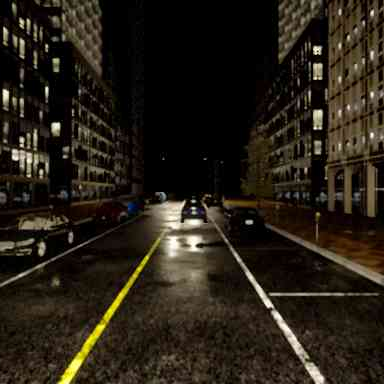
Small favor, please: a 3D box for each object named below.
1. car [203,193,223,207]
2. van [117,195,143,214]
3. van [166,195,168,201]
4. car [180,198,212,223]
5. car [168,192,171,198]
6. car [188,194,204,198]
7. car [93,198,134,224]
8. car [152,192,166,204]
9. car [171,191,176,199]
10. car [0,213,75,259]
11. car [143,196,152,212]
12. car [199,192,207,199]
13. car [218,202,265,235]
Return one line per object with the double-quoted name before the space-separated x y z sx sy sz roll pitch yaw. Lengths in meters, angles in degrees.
"car" 2.739 1.165 40.575 1.967 1.590 4.097 0 0 0
"van" -5.654 1.145 29.214 1.690 1.788 3.998 0 0 0
"van" -5.623 0.944 57.675 1.690 1.788 3.998 0 0 0
"car" 0.127 1.385 24.179 2.033 1.411 5.357 0 0 0
"car" -5.618 1.128 63.368 1.947 1.339 4.313 0 0 0
"car" 0.145 1.265 41.635 2.033 1.411 5.357 0 0 0
"car" -5.661 1.387 23.523 1.887 1.381 4.507 0 0 0
"car" -5.630 1.084 51.982 1.967 1.590 4.097 0 0 0
"car" -5.593 0.923 85.965 1.752 1.417 4.829 0 0 0
"car" -5.674 1.470 12.139 2.008 1.369 4.403 0 0 0
"car" -5.649 1.346 34.908 1.802 1.307 4.206 0 0 0
"car" 2.788 0.837 86.110 1.967 1.590 4.097 0 0 0
"car" 2.713 1.447 17.810 1.947 1.339 4.313 0 0 0
